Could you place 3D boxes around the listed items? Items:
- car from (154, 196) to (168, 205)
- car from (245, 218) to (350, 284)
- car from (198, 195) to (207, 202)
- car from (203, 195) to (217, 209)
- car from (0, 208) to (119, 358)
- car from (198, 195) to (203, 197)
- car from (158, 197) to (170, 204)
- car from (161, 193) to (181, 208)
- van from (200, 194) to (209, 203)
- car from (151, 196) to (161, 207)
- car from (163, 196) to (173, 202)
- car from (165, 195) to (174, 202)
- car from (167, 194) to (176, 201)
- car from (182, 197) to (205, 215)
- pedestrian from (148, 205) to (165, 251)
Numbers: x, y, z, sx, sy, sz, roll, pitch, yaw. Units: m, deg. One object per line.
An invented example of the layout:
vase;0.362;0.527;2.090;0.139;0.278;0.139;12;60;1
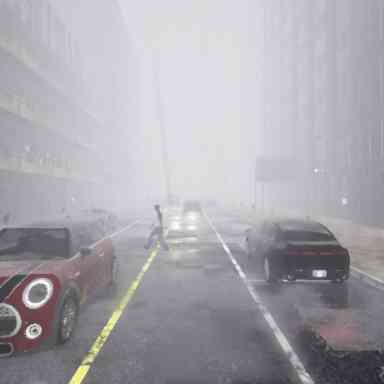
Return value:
car;-5.340;1.452;58.118;1.967;1.590;4.097;1;0;0
car;2.743;1.507;9.577;1.837;1.490;4.892;0;0;0
car;2.524;1.565;80.558;1.887;1.381;4.507;1;0;0
car;2.545;1.560;46.644;2.008;1.369;4.403;1;0;0
car;-2.856;1.353;6.340;2.097;1.767;4.553;0;0;0
car;0.007;1.501;45.321;2.128;1.511;4.902;0;0;0
car;-5.346;1.596;63.765;1.802;1.307;4.206;1;0;0
car;-2.876;1.231;48.913;2.150;2.045;5.566;0;0;0
van;2.534;1.357;69.253;1.690;1.788;3.998;1;0;0
car;-5.339;1.577;52.472;1.947;1.339;4.313;1;0;0
car;-5.353;1.600;75.057;1.802;1.307;4.206;1;0;0
car;-5.356;1.545;80.534;1.752;1.417;4.829;1;0;0
car;-5.358;1.463;86.351;1.967;1.590;4.097;1;0;0
car;0.056;1.510;34.588;1.837;1.490;4.892;0;0;0
pedestrian;-1.330;1.296;12.532;0.375;1.860;0.375;1;-1;0
